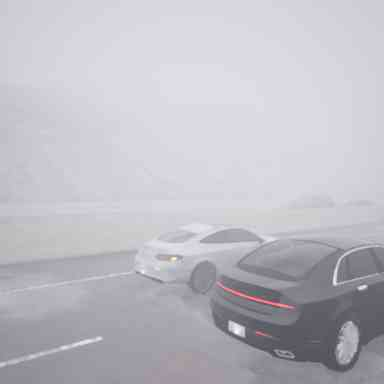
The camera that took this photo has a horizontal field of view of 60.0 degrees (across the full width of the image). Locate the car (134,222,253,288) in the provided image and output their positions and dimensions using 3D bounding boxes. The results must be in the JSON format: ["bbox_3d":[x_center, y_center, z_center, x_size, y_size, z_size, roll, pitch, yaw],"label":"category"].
[{"bbox_3d":[0.775,1.520,8.758,4.674,1.442,1.812,0,0,-36],"label":"car"}]

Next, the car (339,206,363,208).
[{"bbox_3d":[16.729,1.494,33.811,4.892,1.490,1.837,1,0,-36],"label":"car"}]

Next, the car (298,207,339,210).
[{"bbox_3d":[12.795,1.203,35.262,5.566,2.045,2.150,0,0,-36],"label":"car"}]

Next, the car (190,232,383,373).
[{"bbox_3d":[2.521,1.502,5.695,4.892,1.490,1.837,0,0,-36],"label":"car"}]
